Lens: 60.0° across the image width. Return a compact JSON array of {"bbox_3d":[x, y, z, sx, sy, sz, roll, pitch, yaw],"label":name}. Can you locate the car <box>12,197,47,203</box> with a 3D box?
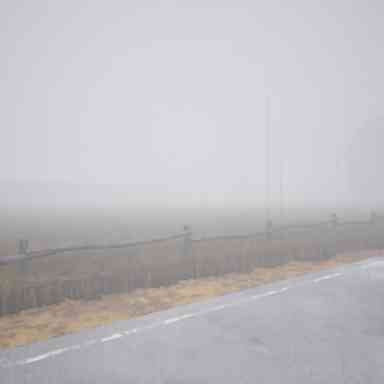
[{"bbox_3d":[-23.305,1.416,47.935,4.674,1.442,1.812,1,0,-37],"label":"car"}]
